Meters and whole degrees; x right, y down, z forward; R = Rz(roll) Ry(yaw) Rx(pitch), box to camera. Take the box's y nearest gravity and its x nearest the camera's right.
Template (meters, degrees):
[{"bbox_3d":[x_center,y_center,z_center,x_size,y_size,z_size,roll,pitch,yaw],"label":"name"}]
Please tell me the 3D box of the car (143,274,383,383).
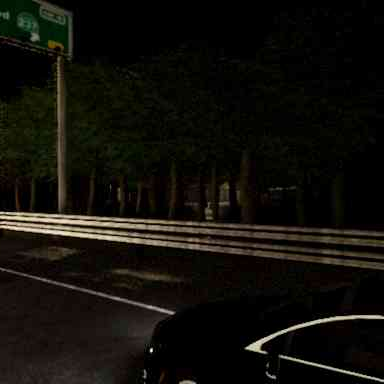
[{"bbox_3d":[1.737,1.506,2.753,4.892,1.490,1.837,-1,0,36],"label":"car"}]
